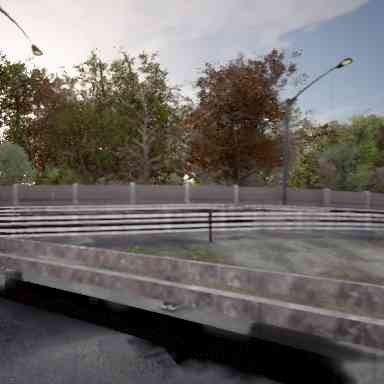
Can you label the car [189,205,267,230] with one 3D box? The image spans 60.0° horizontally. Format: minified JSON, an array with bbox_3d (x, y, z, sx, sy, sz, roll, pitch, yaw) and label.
[{"bbox_3d":[2.236,1.571,20.645,4.902,1.511,2.128,0,0,-13],"label":"car"}]
